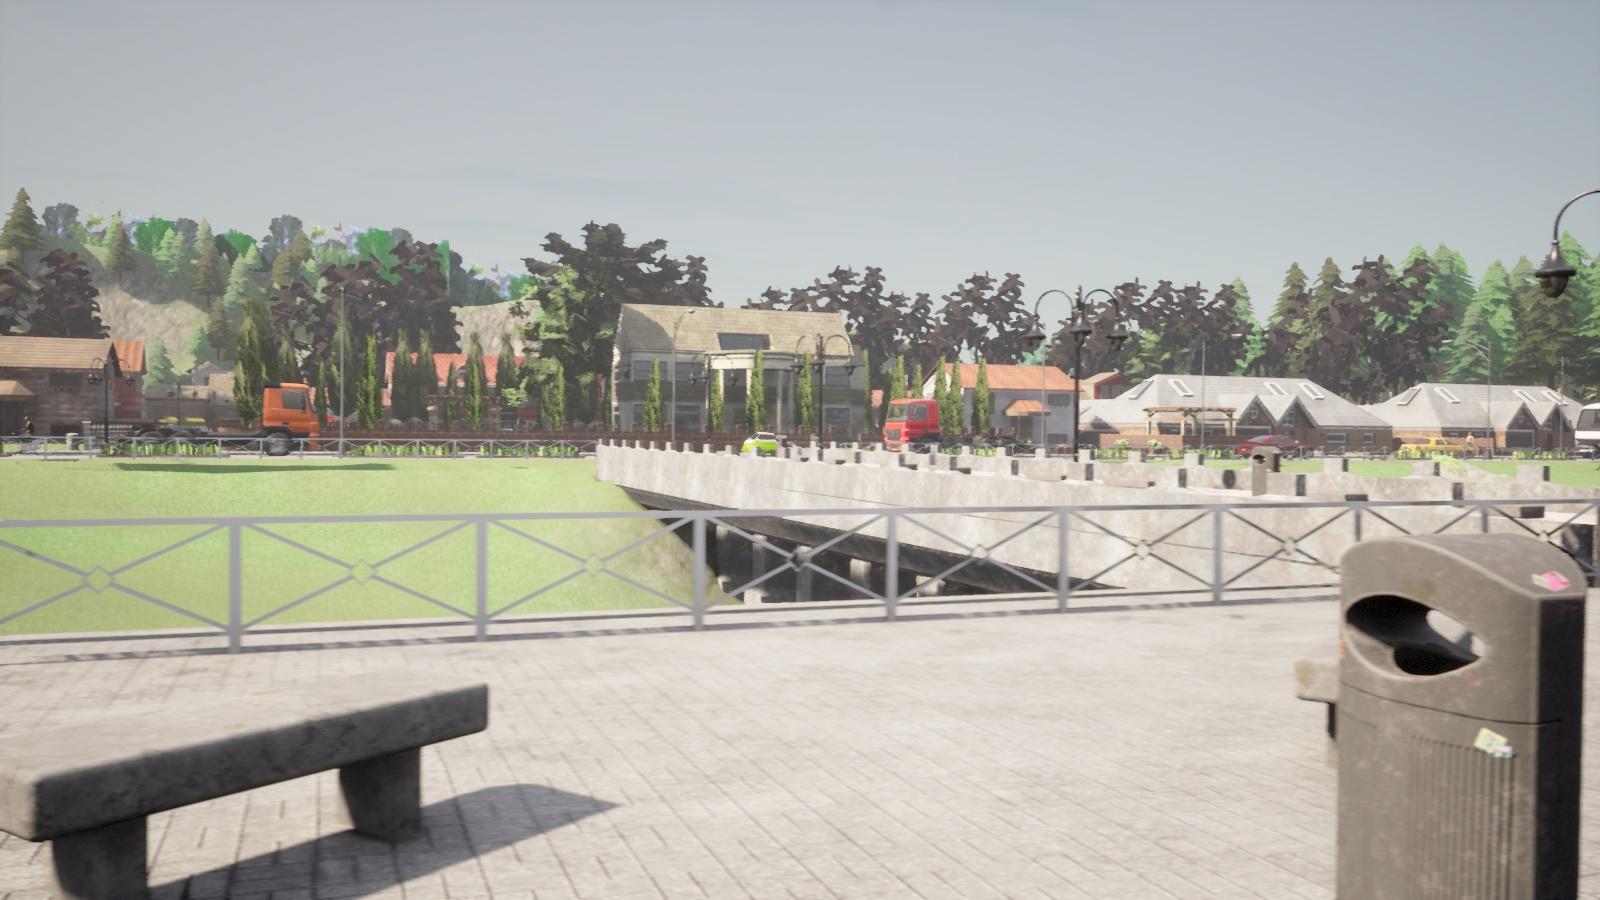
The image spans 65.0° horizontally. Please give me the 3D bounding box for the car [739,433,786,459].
[{"bbox_3d":[-2.072,-0.247,68.961,2.207,1.376,1.481,-1,1,-21],"label":"car"}]

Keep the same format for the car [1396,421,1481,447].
[{"bbox_3d":[41.246,-1.029,81.117,5.366,1.575,1.801,-1,1,-21],"label":"car"}]

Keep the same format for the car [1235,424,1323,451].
[{"bbox_3d":[29.191,-0.785,76.544,5.008,1.535,1.882,-1,1,-21],"label":"car"}]

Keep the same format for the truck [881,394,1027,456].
[{"bbox_3d":[8.983,-1.471,73.143,7.936,3.462,2.891,-1,1,-21],"label":"truck"}]

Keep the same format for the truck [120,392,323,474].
[{"bbox_3d":[-25.476,-0.816,55.791,7.936,3.462,2.891,-1,1,-21],"label":"truck"}]

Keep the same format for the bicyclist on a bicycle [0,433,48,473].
[{"bbox_3d":[-34.960,0.128,56.481,1.843,1.776,0.659,-1,1,-21],"label":"bicyclist on a bicycle"}]
